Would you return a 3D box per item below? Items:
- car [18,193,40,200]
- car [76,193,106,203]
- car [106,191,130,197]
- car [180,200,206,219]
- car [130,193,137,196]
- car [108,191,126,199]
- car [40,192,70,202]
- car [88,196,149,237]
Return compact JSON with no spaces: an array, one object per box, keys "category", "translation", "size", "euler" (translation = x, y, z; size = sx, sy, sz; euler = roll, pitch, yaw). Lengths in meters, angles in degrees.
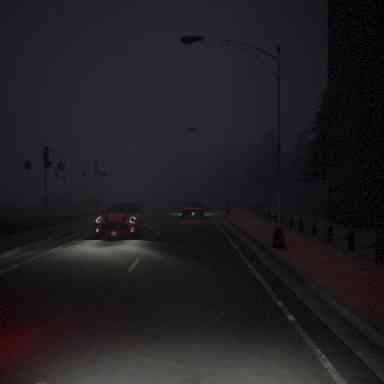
[{"category":"car","translation":[-35.843,1.063,72.446],"size":[3.633,1.501,1.845],"euler":[0,0,0]},{"category":"car","translation":[-17.420,1.172,57.487],"size":[3.633,1.501,1.845],"euler":[0,0,0]},{"category":"car","translation":[-17.296,0.824,76.069],"size":[4.605,1.855,1.932],"euler":[0,0,0]},{"category":"car","translation":[0.085,1.399,27.760],"size":[1.837,1.490,4.892],"euler":[0,0,0]},{"category":"car","translation":[-17.719,0.821,91.769],"size":[5.027,1.636,2.152],"euler":[0,0,0]},{"category":"car","translation":[-17.710,0.793,78.974],"size":[3.866,1.878,1.905],"euler":[0,0,0]},{"category":"car","translation":[-24.843,1.172,60.462],"size":[3.806,1.475,1.970],"euler":[0,0,0]},{"category":"car","translation":[-3.529,1.285,17.326],"size":[2.097,1.767,4.553],"euler":[0,0,0]}]
